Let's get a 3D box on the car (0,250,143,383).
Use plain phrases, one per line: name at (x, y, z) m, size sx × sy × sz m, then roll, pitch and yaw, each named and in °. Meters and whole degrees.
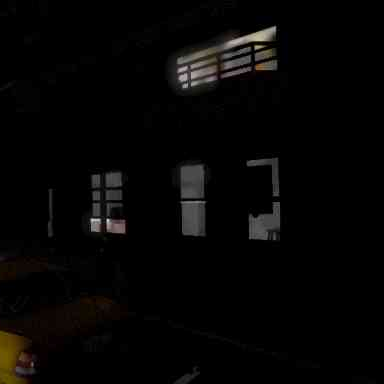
car at (-2.862, 1.528, 4.788) m, size 4.829 × 1.417 × 1.752 m, roll 0°, pitch -2°, yaw 36°
